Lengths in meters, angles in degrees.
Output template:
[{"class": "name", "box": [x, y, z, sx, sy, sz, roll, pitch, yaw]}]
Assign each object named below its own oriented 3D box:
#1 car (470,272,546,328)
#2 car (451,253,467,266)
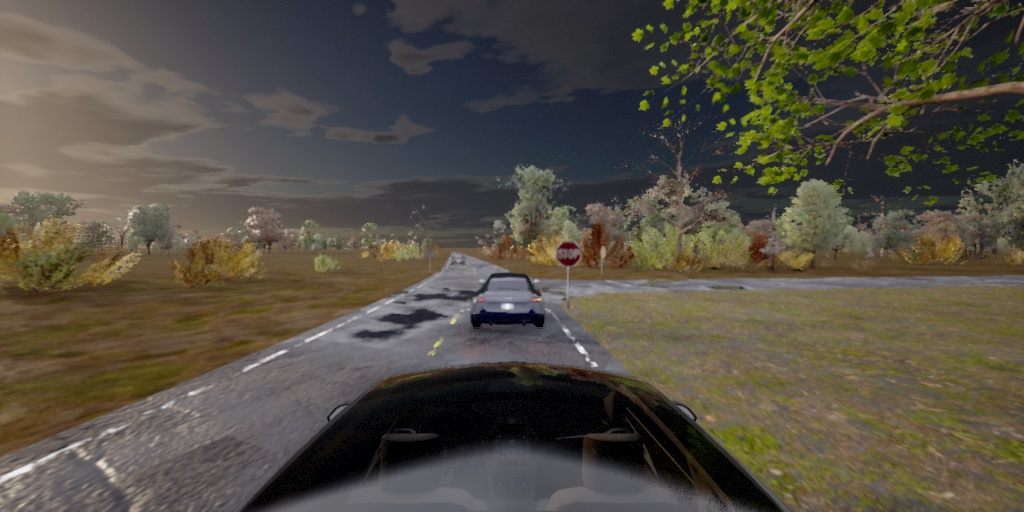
[{"class": "car", "box": [-0.087, 1.174, 10.791, 1.994, 1.385, 4.181, 0, 1, 1]}, {"class": "car", "box": [-7.328, 0.507, 49.137, 2.128, 1.511, 4.902, 0, 1, -9]}]
